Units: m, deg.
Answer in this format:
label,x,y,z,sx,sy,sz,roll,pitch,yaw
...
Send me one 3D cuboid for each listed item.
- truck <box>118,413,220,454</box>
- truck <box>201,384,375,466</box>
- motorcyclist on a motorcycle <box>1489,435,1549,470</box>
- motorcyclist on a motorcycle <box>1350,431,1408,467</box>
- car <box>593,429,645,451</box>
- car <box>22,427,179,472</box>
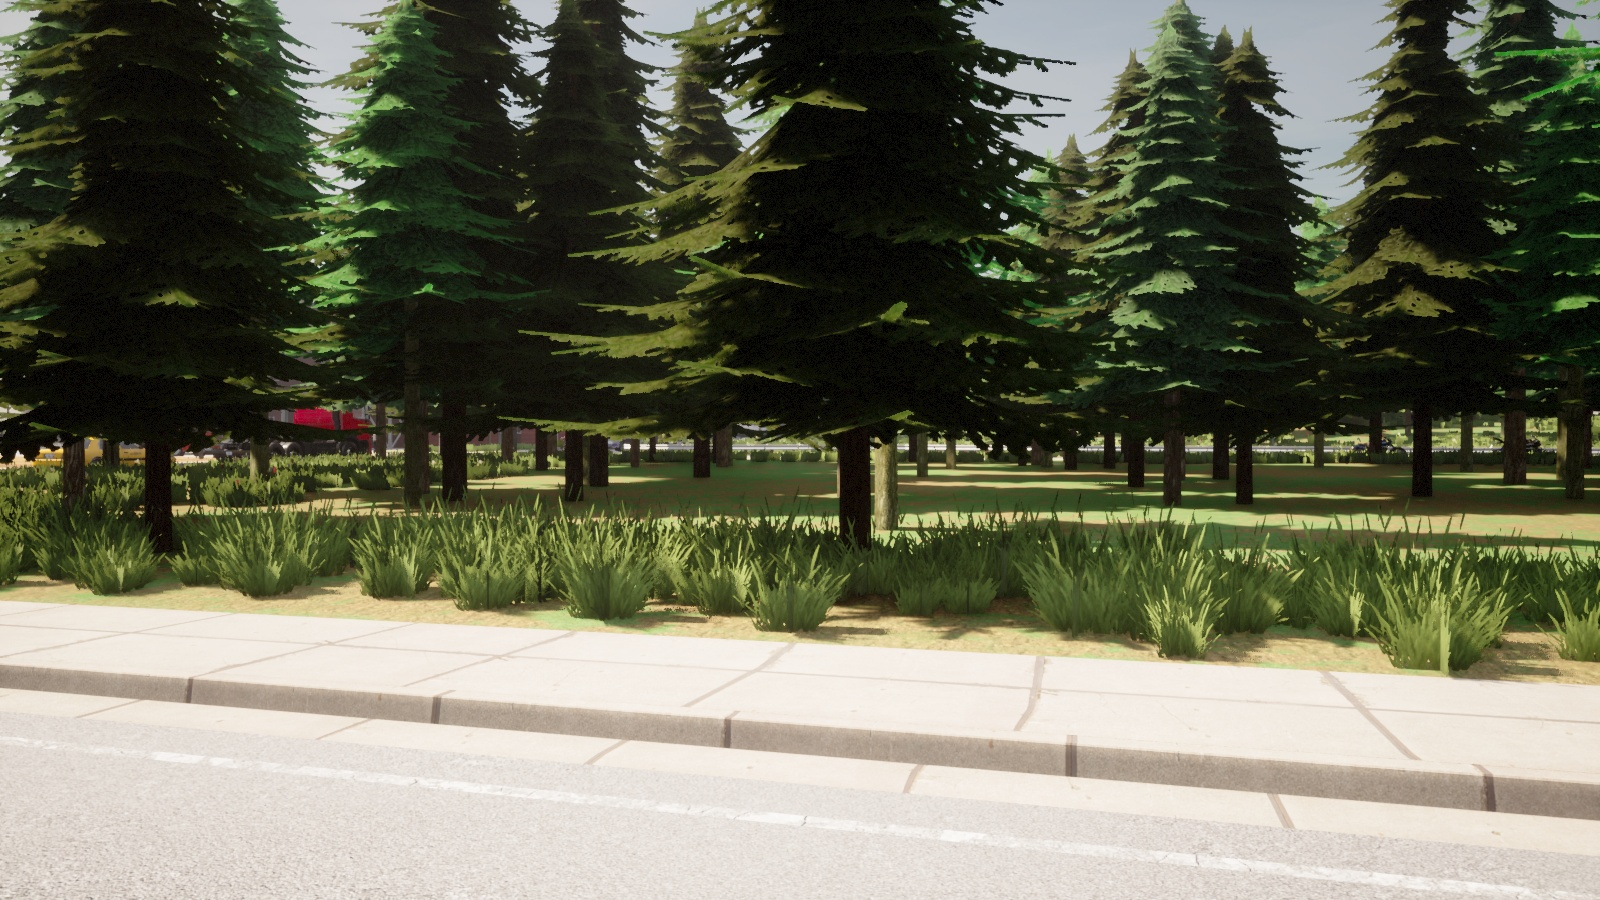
label,x,y,z,sx,sy,sz,roll,pitch,yaw
truck,-38.957,-1.052,77.573,5.204,2.467,2.627,0,1,16
truck,-22.989,-1.126,56.919,2.891,3.462,7.936,1,1,17
motorcyclist on a motorcycle,32.092,0.084,56.067,2.191,1.530,0.866,1,1,19
motorcyclist on a motorcycle,26.680,-0.050,57.884,2.350,1.649,0.766,1,1,18
car,-13.997,-0.827,97.340,2.033,1.649,4.856,1,1,17
car,-26.083,-0.059,47.072,1.801,1.575,5.366,1,1,17
